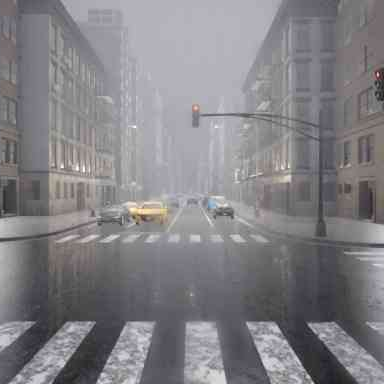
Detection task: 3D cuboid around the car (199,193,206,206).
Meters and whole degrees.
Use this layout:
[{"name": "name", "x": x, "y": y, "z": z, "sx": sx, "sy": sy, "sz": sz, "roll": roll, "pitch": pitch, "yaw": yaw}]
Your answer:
[{"name": "car", "x": 2.613, "y": 1.311, "z": 50.469, "sx": 2.192, "sy": 1.841, "sz": 5.009, "roll": 0, "pitch": 0, "yaw": 0}]

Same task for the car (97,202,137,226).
[{"name": "car", "x": -5.405, "y": 1.549, "z": 23.432, "sx": 2.008, "sy": 1.369, "sz": 4.403, "roll": 0, "pitch": 0, "yaw": 0}]

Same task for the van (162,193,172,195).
[{"name": "van", "x": -5.472, "y": 1.336, "z": 66.681, "sx": 1.690, "sy": 1.788, "sz": 3.998, "roll": 0, "pitch": 0, "yaw": 0}]

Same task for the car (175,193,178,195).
[{"name": "car", "x": -5.506, "y": 1.545, "z": 88.307, "sx": 2.008, "sy": 1.369, "sz": 4.403, "roll": 0, "pitch": 0, "yaw": 0}]

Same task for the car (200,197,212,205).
[{"name": "car", "x": 2.609, "y": 1.546, "z": 61.282, "sx": 2.008, "sy": 1.369, "sz": 4.403, "roll": 0, "pitch": 0, "yaw": 0}]

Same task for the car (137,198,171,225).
[{"name": "car", "x": -2.868, "y": 1.475, "z": 24.347, "sx": 1.882, "sy": 1.535, "sz": 5.008, "roll": 0, "pitch": 0, "yaw": 0}]

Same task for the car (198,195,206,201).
[{"name": "car", "x": 2.599, "y": 1.560, "z": 88.313, "sx": 1.947, "sy": 1.339, "sz": 4.313, "roll": 0, "pitch": 0, "yaw": 0}]

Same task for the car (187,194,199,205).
[{"name": "car", "x": 0.063, "y": 1.500, "z": 57.005, "sx": 1.837, "sy": 1.490, "sz": 4.892, "roll": 0, "pitch": 0, "yaw": 0}]

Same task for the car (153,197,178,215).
[{"name": "car", "x": -2.867, "y": 1.544, "z": 34.809, "sx": 2.033, "sy": 1.411, "sz": 5.357, "roll": 0, "pitch": 0, "yaw": 0}]

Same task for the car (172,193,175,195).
[{"name": "car", "x": -5.480, "y": 1.310, "z": 72.087, "sx": 2.192, "sy": 1.841, "sz": 5.009, "roll": 0, "pitch": 0, "yaw": 0}]

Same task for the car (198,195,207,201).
[{"name": "car", "x": 2.601, "y": 1.539, "z": 82.907, "sx": 1.887, "sy": 1.381, "sz": 4.507, "roll": 0, "pitch": 0, "yaw": 0}]

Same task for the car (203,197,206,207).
[{"name": "car", "x": 2.617, "y": 1.578, "z": 39.657, "sx": 1.802, "sy": 1.307, "sz": 4.206, "roll": 0, "pitch": 0, "yaw": 0}]

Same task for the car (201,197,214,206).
[{"name": "car", "x": 2.611, "y": 1.561, "z": 55.876, "sx": 1.947, "sy": 1.339, "sz": 4.313, "roll": 0, "pitch": 0, "yaw": 0}]

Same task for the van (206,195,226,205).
[{"name": "van", "x": 2.619, "y": 1.338, "z": 34.251, "sx": 1.690, "sy": 1.788, "sz": 3.998, "roll": 0, "pitch": 0, "yaw": 0}]

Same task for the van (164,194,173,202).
[{"name": "van", "x": -5.489, "y": 1.336, "z": 77.494, "sx": 1.690, "sy": 1.788, "sz": 3.998, "roll": 0, "pitch": 0, "yaw": 0}]

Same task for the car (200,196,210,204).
[{"name": "car", "x": 2.607, "y": 1.521, "z": 66.857, "sx": 1.752, "sy": 1.417, "sz": 4.829, "roll": 0, "pitch": 0, "yaw": 0}]

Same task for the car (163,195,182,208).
[{"name": "car", "x": -2.861, "y": 1.560, "z": 47.805, "sx": 1.994, "sy": 1.385, "sz": 4.181, "roll": 0, "pitch": 0, "yaw": 0}]

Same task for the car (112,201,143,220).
[{"name": "car", "x": -5.414, "y": 1.523, "z": 28.668, "sx": 1.752, "sy": 1.417, "sz": 4.829, "roll": 0, "pitch": 0, "yaw": 0}]

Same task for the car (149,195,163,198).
[{"name": "car", "x": -5.439, "y": 1.436, "z": 45.057, "sx": 1.967, "sy": 1.590, "sz": 4.097, "roll": 0, "pitch": 0, "yaw": 0}]

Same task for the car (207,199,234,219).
[{"name": "car", "x": 2.621, "y": 1.548, "z": 28.844, "sx": 2.008, "sy": 1.369, "sz": 4.403, "roll": 0, "pitch": 0, "yaw": 0}]
